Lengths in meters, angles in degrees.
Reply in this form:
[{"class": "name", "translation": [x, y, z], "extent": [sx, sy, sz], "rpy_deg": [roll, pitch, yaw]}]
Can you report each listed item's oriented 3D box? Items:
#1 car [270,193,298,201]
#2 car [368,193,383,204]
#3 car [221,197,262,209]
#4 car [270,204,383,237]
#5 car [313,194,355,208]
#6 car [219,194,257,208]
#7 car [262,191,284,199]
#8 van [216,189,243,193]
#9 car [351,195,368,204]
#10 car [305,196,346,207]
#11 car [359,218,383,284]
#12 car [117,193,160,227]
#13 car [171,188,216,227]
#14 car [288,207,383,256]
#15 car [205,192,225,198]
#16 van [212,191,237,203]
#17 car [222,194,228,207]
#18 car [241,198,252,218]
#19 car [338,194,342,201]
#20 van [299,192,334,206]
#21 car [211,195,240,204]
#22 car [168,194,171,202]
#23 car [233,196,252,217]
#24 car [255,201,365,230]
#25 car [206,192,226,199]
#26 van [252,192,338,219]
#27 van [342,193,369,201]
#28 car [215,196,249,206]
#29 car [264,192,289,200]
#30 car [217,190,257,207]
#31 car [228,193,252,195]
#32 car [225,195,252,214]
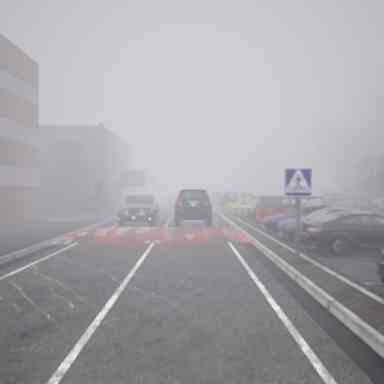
[{"class": "car", "translation": [18.218, 0.988, 65.890], "extent": [4.892, 1.521, 2.231], "rpy_deg": [0, 1, -1]}, {"class": "car", "translation": [18.626, 1.200, 29.291], "extent": [4.553, 1.767, 2.185], "rpy_deg": [0, 0, -1]}, {"class": "car", "translation": [5.911, 1.334, 40.266], "extent": [4.674, 1.452, 2.002], "rpy_deg": [0, 0, -1]}, {"class": "car", "translation": [6.184, 1.411, 14.836], "extent": [4.674, 1.452, 2.002], "rpy_deg": [0, 0, -1]}, {"class": "car", "translation": [18.415, 1.157, 43.407], "extent": [4.553, 1.767, 2.185], "rpy_deg": [0, 0, -1]}, {"class": "car", "translation": [5.909, 1.159, 43.091], "extent": [4.553, 1.767, 2.185], "rpy_deg": [0, 0, -1]}, {"class": "car", "translation": [18.091, 0.687, 74.357], "extent": [4.553, 1.767, 2.185], "rpy_deg": [0, 1, -1]}, {"class": "van", "translation": [5.871, 0.992, 54.532], "extent": [4.442, 1.987, 1.878], "rpy_deg": [0, 1, -1]}, {"class": "car", "translation": [18.570, 1.317, 32.114], "extent": [5.008, 1.535, 2.097], "rpy_deg": [0, 0, -1]}, {"class": "car", "translation": [18.449, 1.304, 46.106], "extent": [4.792, 1.488, 2.163], "rpy_deg": [0, 0, -1]}, {"class": "car", "translation": [6.267, 1.394, 6.359], "extent": [5.008, 1.535, 2.097], "rpy_deg": [0, 0, -1]}, {"class": "car", "translation": [-3.405, 1.127, 22.170], "extent": [2.150, 2.045, 5.566], "rpy_deg": [0, 0, 0]}, {"class": "car", "translation": [0.054, 1.037, 20.802], "extent": [2.150, 2.045, 5.566], "rpy_deg": [0, -5, -1]}, {"class": "car", "translation": [6.209, 1.420, 12.010], "extent": [4.674, 1.452, 2.002], "rpy_deg": [0, 0, -1]}, {"class": "car", "translation": [5.512, 0.727, 79.841], "extent": [4.792, 1.488, 2.163], "rpy_deg": [0, 1, -1]}, {"class": "van", "translation": [5.812, 0.881, 60.061], "extent": [4.442, 1.987, 1.878], "rpy_deg": [0, 1, -1]}, {"class": "car", "translation": [6.154, 1.308, 34.616], "extent": [5.366, 1.575, 1.946], "rpy_deg": [0, 0, -1]}, {"class": "car", "translation": [6.088, 1.385, 23.312], "extent": [4.674, 1.452, 2.002], "rpy_deg": [0, 0, -1]}, {"class": "car", "translation": [18.512, 1.301, 37.637], "extent": [4.892, 1.521, 2.231], "rpy_deg": [0, 0, -1]}, {"class": "van", "translation": [18.270, 1.040, 48.930], "extent": [4.442, 1.987, 1.878], "rpy_deg": [0, 0, -1]}, {"class": "car", "translation": [5.728, 1.205, 57.241], "extent": [4.674, 1.452, 2.002], "rpy_deg": [0, 1, -1]}, {"class": "car", "translation": [-3.704, 1.063, 64.447], "extent": [1.837, 1.490, 4.892], "rpy_deg": [0, 1, 0]}, {"class": "car", "translation": [6.245, 1.334, 26.140], "extent": [5.366, 1.575, 1.946], "rpy_deg": [0, 0, -1]}, {"class": "car", "translation": [6.122, 1.392, 17.661], "extent": [4.792, 1.488, 2.163], "rpy_deg": [0, 0, -1]}, {"class": "car", "translation": [5.516, 0.796, 77.015], "extent": [4.674, 1.452, 2.002], "rpy_deg": [0, 1, -1]}, {"class": "van", "translation": [6.237, 1.128, 20.487], "extent": [4.442, 1.987, 1.878], "rpy_deg": [0, 0, -1]}, {"class": "van", "translation": [18.651, 1.083, 34.812], "extent": [4.442, 1.987, 1.878], "rpy_deg": [0, 0, -1]}, {"class": "car", "translation": [5.814, 1.308, 48.742], "extent": [4.674, 1.452, 2.002], "rpy_deg": [0, 0, -1]}, {"class": "car", "translation": [18.146, 0.868, 71.661], "extent": [5.008, 1.535, 2.097], "rpy_deg": [0, 1, -1]}, {"class": "car", "translation": [5.967, 1.051, 37.440], "extent": [5.566, 2.045, 2.435], "rpy_deg": [0, 0, -1]}, {"class": "car", "translation": [6.030, 1.194, 31.789], "extent": [4.553, 1.767, 2.185], "rpy_deg": [0, 0, -1]}, {"class": "car", "translation": [5.844, 1.325, 28.961], "extent": [5.366, 1.575, 1.946], "rpy_deg": [0, 0, -1]}]
